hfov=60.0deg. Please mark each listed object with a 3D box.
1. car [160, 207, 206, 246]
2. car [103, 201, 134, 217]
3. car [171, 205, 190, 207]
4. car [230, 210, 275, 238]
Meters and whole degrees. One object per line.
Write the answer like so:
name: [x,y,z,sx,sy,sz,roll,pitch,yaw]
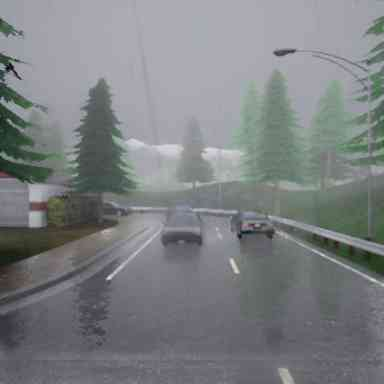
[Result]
car: [-0.340,1.659,16.219,2.033,1.411,5.357,0,0,2]
car: [-8.323,1.730,33.609,4.892,1.490,1.837,0,0,12]
car: [-0.860,1.733,26.410,2.033,1.411,5.357,0,0,-14]
car: [3.219,1.687,18.515,2.033,1.411,5.357,0,0,1]
